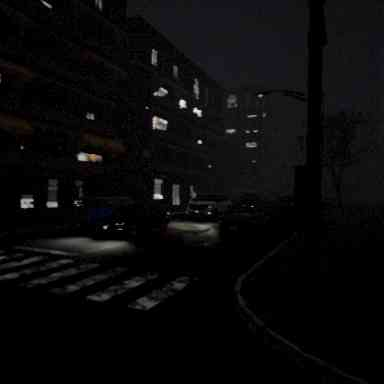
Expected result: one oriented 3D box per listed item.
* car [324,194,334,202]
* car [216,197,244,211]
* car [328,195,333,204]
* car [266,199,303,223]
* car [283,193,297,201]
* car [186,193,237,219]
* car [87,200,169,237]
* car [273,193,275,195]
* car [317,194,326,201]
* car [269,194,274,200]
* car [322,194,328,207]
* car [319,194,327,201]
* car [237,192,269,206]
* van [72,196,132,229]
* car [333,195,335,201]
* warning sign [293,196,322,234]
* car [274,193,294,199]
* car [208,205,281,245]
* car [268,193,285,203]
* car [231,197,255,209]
[{"bbox_3d":[33.419,1.429,80.996,1.967,1.590,4.097,2,1,25],"label":"car"},{"bbox_3d":[4.495,1.377,39.209,1.947,1.339,4.313,2,1,25],"label":"car"},{"bbox_3d":[26.303,1.531,65.880,2.008,1.369,4.403,2,1,25],"label":"car"},{"bbox_3d":[7.333,1.511,25.560,1.887,1.381,4.507,2,1,25],"label":"car"},{"bbox_3d":[23.471,1.144,79.522,2.192,1.841,5.009,2,1,25],"label":"car"},{"bbox_3d":[1.516,1.079,26.808,2.150,2.045,5.566,1,1,25],"label":"car"},{"bbox_3d":[-2.931,1.361,17.371,1.837,1.490,4.892,1,1,25],"label":"car"},{"bbox_3d":[13.908,1.343,59.213,1.752,1.417,4.829,2,1,25],"label":"car"},{"bbox_3d":[32.084,1.411,82.439,1.801,1.575,5.366,1,0,25],"label":"car"},{"bbox_3d":[11.608,1.382,54.328,1.947,1.339,4.313,2,1,25],"label":"car"},{"bbox_3d":[19.263,1.498,50.914,1.752,1.417,4.829,2,1,25],"label":"car"},{"bbox_3d":[34.656,1.414,87.860,1.801,1.575,5.366,1,0,25],"label":"car"},{"bbox_3d":[6.681,1.083,37.745,2.150,2.045,5.566,1,0,26],"label":"car"},{"bbox_3d":[-4.983,1.150,19.047,1.690,1.788,3.998,2,1,25],"label":"van"},{"bbox_3d":[28.673,1.534,70.918,2.008,1.369,4.403,2,1,25],"label":"car"},{"bbox_3d":[5.986,1.125,17.155,1.300,1.860,1.060,0,-1,25],"label":"warning sign"},{"bbox_3d":[12.371,1.272,42.491,2.097,1.767,4.553,1,0,26],"label":"car"},{"bbox_3d":[2.591,1.531,15.483,1.947,1.339,4.313,2,1,25],"label":"car"},{"bbox_3d":[16.358,1.136,64.404,2.192,1.841,5.009,2,1,25],"label":"car"},{"bbox_3d":[6.866,1.363,44.248,2.008,1.369,4.403,2,1,25],"label":"car"}]
